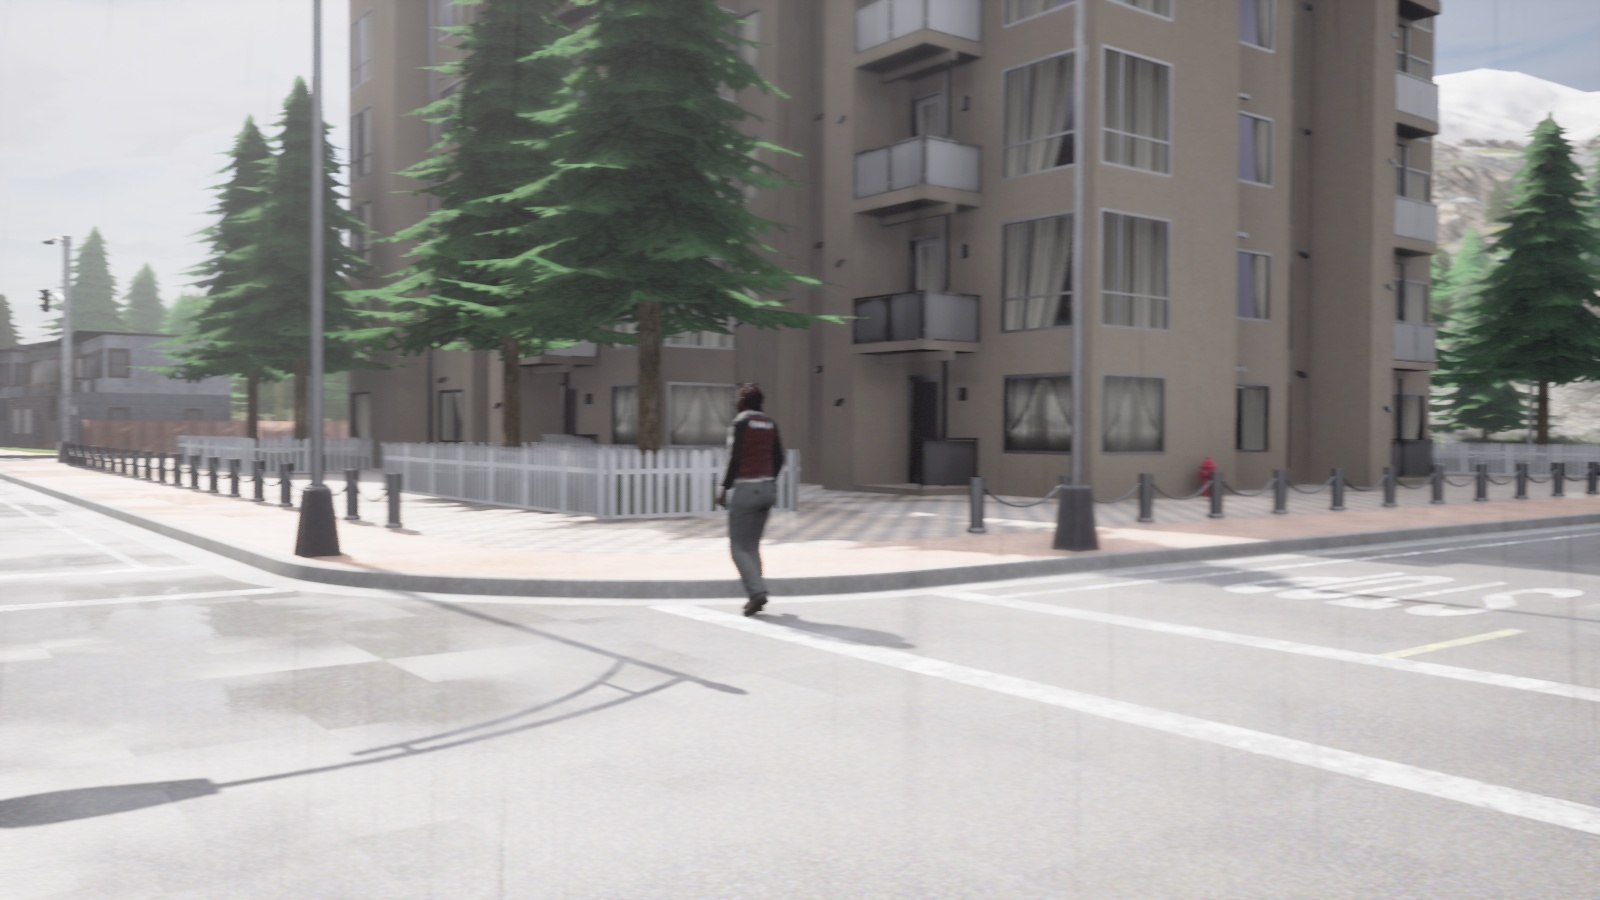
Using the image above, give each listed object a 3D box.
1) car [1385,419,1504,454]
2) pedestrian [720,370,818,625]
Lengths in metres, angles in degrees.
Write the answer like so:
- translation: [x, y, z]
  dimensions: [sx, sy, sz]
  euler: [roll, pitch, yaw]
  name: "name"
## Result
- translation: [29.854, -0.620, 58.293]
  dimensions: [2.007, 1.525, 4.514]
  euler: [-1, 1, -36]
  name: "car"
- translation: [-0.249, 0.355, 9.869]
  dimensions: [0.402, 1.930, 0.666]
  euler: [-2, 1, -44]
  name: "pedestrian"
